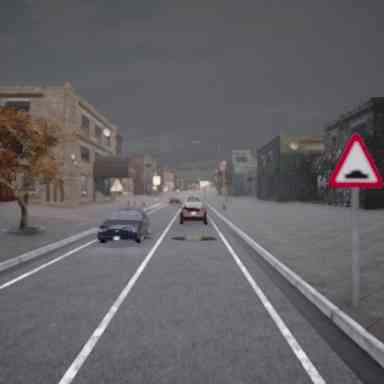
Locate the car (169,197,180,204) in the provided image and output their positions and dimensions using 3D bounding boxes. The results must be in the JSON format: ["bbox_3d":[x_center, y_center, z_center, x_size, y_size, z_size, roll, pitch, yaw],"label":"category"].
[{"bbox_3d":[-3.011,1.465,57.698,1.895,1.301,4.718,0,0,1],"label":"car"}]

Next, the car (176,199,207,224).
[{"bbox_3d":[0.110,1.492,24.985,2.163,1.488,4.792,0,0,0],"label":"car"}]

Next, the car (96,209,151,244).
[{"bbox_3d":[-3.090,1.530,16.169,2.033,1.411,5.357,1,-1,-1],"label":"car"}]

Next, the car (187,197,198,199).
[{"bbox_3d":[0.121,1.367,42.906,2.033,1.649,4.856,0,0,0],"label":"car"}]
